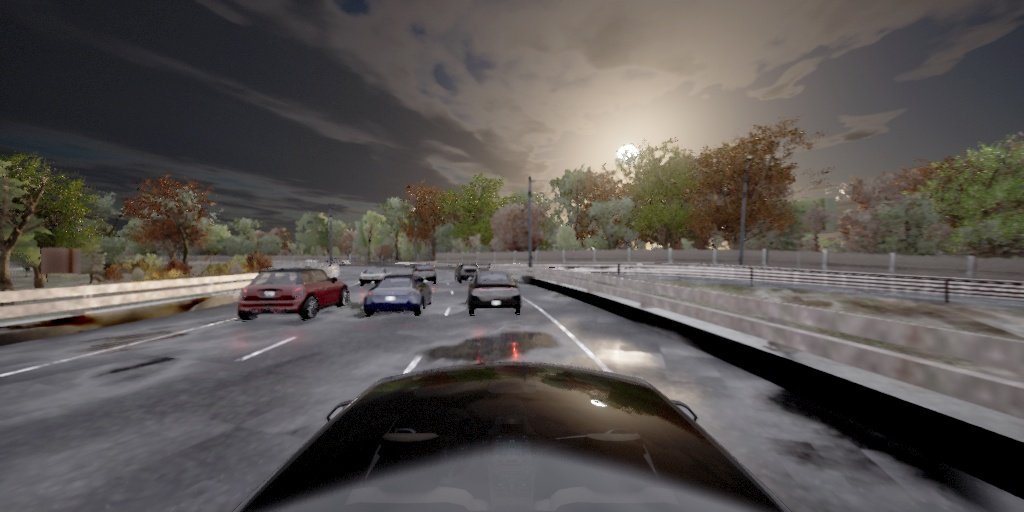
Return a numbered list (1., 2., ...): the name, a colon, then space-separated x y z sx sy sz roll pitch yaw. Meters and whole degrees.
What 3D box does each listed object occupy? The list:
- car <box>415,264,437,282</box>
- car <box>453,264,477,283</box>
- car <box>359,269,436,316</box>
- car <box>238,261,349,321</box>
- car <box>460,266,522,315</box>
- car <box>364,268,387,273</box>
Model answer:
1. car: -7.151 1.424 29.291 2.128 1.511 4.902 0 0 -14
2. car: -3.729 1.423 30.010 1.837 1.490 4.892 0 0 -14
3. car: -4.281 1.401 13.970 1.994 1.385 4.181 0 0 -7
4. car: -7.719 1.204 13.202 2.097 1.767 4.553 0 0 -6
5. car: -0.760 1.309 13.883 2.128 1.511 4.902 0 0 -6
6. car: -10.235 1.539 27.246 1.895 1.301 4.718 0 0 -14
